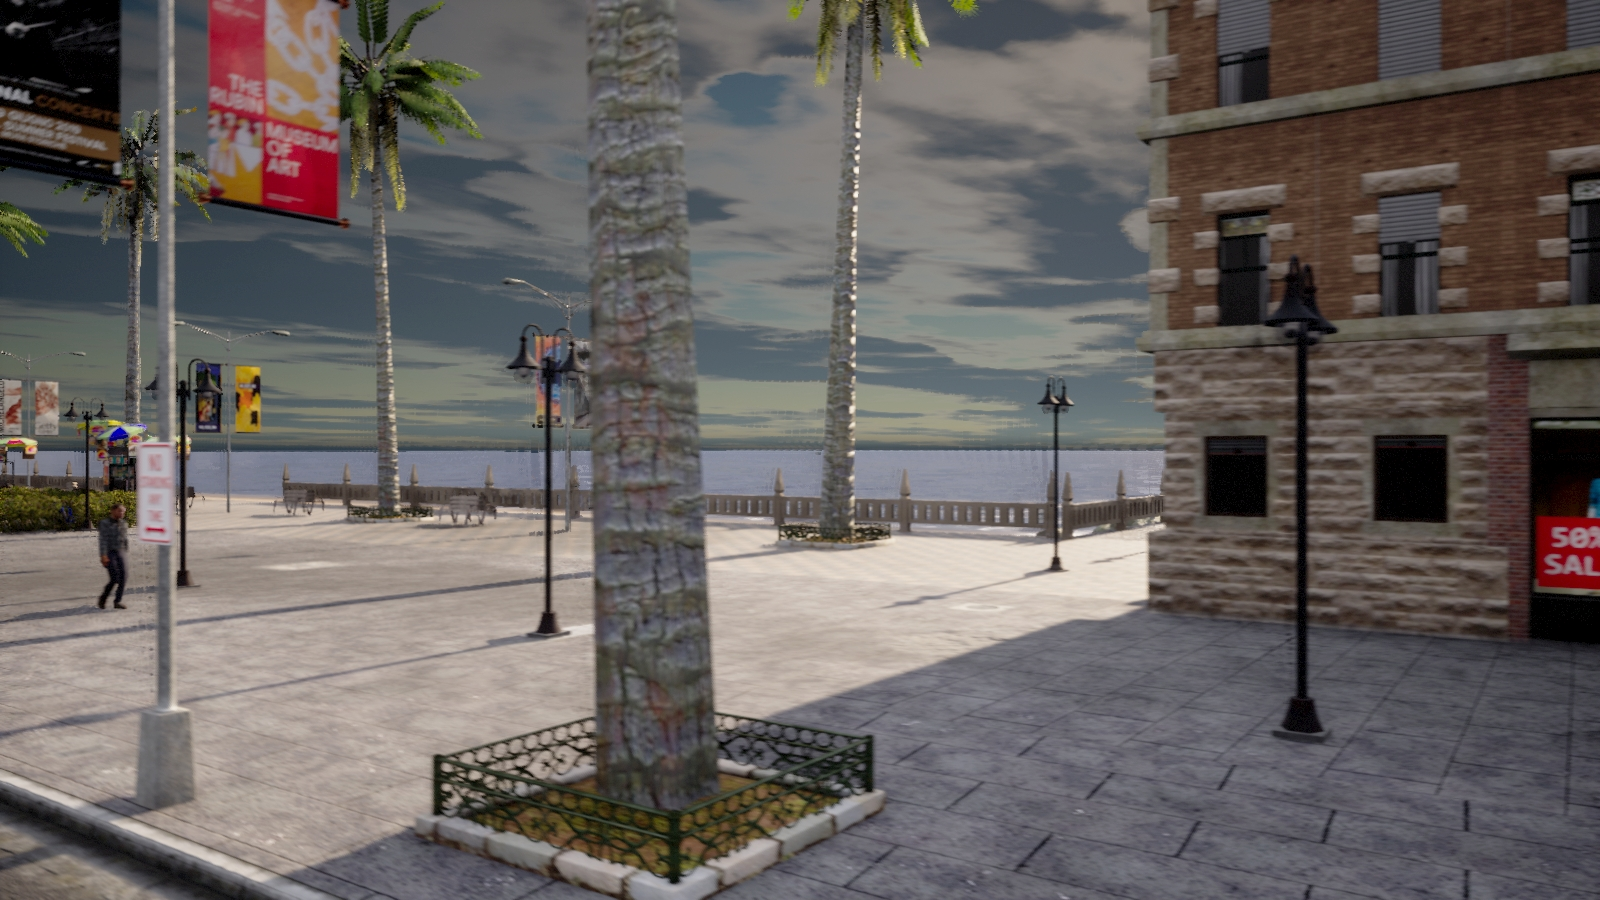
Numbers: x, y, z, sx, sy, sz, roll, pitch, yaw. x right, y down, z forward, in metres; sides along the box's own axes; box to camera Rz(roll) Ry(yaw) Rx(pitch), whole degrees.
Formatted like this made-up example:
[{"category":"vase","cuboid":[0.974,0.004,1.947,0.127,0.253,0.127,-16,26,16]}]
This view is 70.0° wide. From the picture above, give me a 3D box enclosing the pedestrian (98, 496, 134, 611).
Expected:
[{"category":"pedestrian","cuboid":[-11.317,1.696,18.901,0.375,1.860,0.375,0,0,28]}]
